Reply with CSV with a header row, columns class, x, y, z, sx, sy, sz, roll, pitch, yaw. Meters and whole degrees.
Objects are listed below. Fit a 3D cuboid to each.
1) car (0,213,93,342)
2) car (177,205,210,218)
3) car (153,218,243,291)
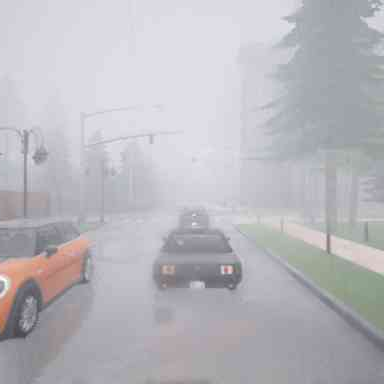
class,x,y,z,sx,sy,sz,roll,pitch,yaw
car,-3.576,1.378,6.609,2.097,1.767,4.553,0,0,0
car,0.128,1.591,21.751,1.837,1.490,4.892,0,0,0
car,0.117,1.637,9.073,1.895,1.301,4.718,0,0,0
